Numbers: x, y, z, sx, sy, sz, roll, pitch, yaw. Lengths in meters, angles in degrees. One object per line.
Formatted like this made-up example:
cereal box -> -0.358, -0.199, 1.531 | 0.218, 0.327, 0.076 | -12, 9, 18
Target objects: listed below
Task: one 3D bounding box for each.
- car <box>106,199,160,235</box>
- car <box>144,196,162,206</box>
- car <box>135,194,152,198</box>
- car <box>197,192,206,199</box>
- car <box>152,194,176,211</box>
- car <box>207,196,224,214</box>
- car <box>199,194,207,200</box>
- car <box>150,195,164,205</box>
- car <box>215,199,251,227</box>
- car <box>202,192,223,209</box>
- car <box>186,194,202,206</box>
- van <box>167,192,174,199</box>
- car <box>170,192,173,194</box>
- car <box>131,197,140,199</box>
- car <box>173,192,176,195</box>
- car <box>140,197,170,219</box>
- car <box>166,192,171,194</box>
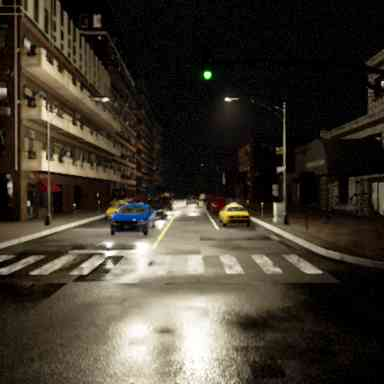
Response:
car -> -3.108, 1.387, 18.304 | 1.882, 1.535, 5.008 | 0, 0, 0
car -> -5.704, 1.307, 49.132 | 2.008, 1.369, 4.403 | 0, 0, 0
car -> -5.701, 1.127, 38.053 | 2.192, 1.841, 5.009 | 0, 0, 0
car -> 2.666, 0.852, 93.447 | 2.192, 1.841, 5.009 | 0, 0, 0
car -> -3.088, 1.310, 37.650 | 1.837, 1.490, 4.892 | 0, 0, 0
car -> 2.681, 1.393, 32.518 | 1.802, 1.307, 4.206 | 0, 0, 0
car -> 2.668, 1.130, 82.370 | 2.008, 1.369, 4.403 | 0, 0, 0
car -> -5.705, 1.256, 54.501 | 1.752, 1.417, 4.829 | 0, 0, 0
car -> 2.684, 1.396, 21.609 | 1.752, 1.417, 4.829 | 0, 0, 0
car -> 2.680, 1.097, 38.055 | 2.192, 1.841, 5.009 | 0, 0, 0
car -> 0.083, 1.342, 48.048 | 1.895, 1.301, 4.718 | 0, 0, 0
van -> -5.714, 0.928, 87.907 | 1.690, 1.788, 3.998 | 0, 0, 0
car -> -5.709, 1.096, 71.288 | 1.967, 1.590, 4.097 | 0, 0, 0
car -> -5.698, 1.397, 26.805 | 1.752, 1.417, 4.829 | 0, 0, 0
car -> -5.712, 0.924, 82.367 | 2.192, 1.841, 5.009 | 0, 0, 0
car -> -3.092, 1.384, 27.582 | 1.812, 1.442, 4.674 | 0, 0, 0
car -> -5.708, 1.225, 65.751 | 1.887, 1.381, 4.507 | 0, 0, 0
